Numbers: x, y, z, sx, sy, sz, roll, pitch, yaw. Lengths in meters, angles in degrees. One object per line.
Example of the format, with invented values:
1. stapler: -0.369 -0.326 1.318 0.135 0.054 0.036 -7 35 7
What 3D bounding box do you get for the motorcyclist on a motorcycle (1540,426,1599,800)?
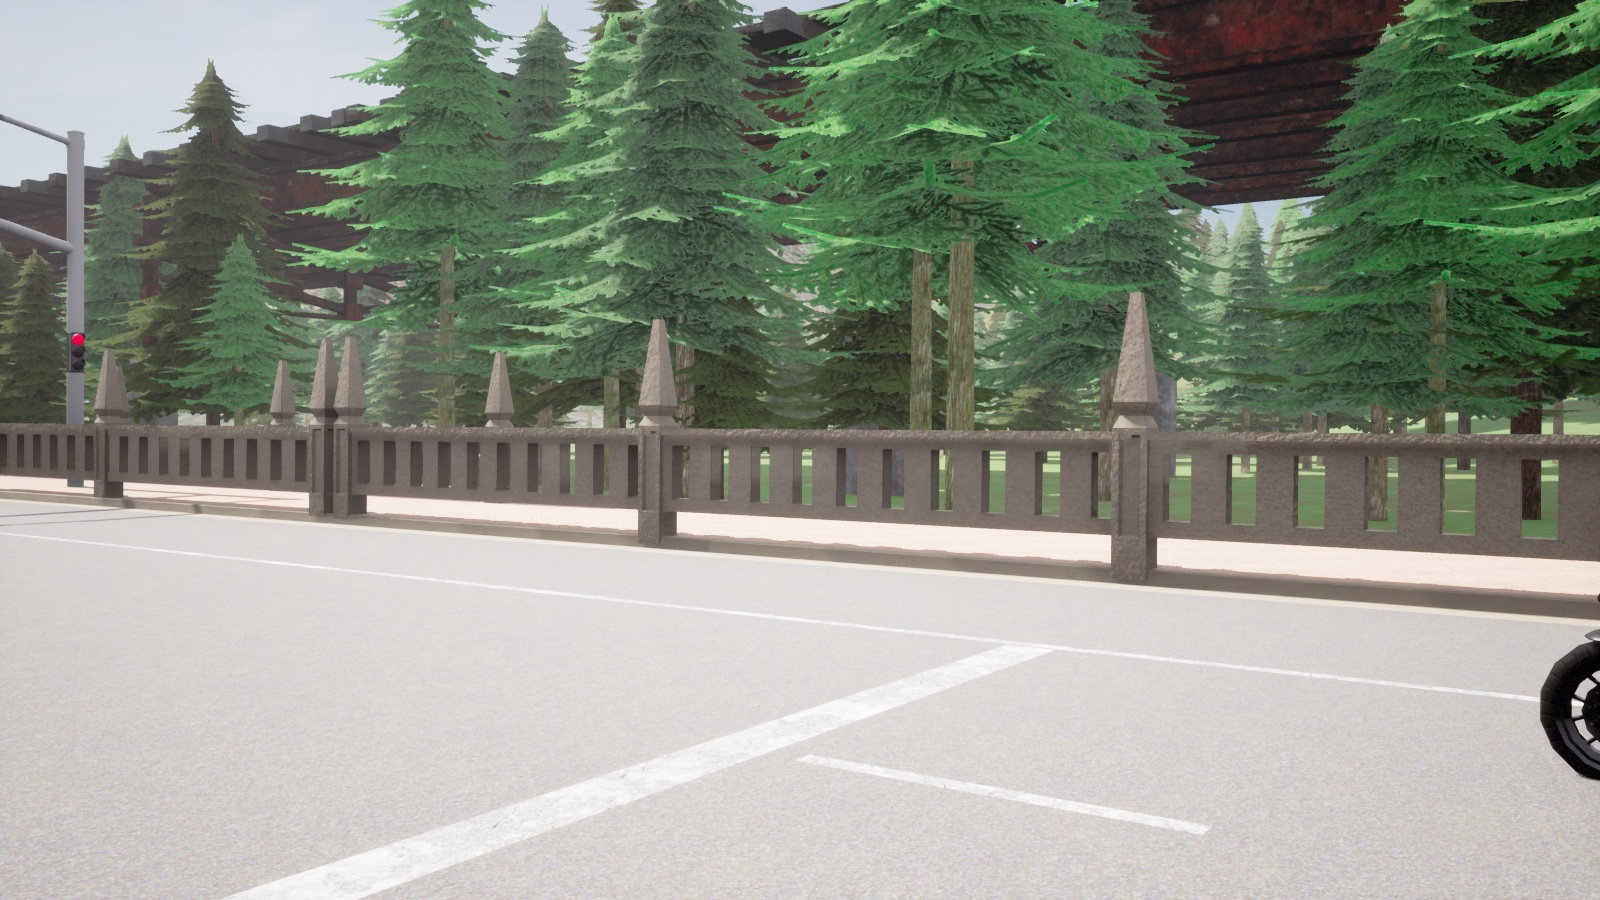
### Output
1. motorcyclist on a motorcycle: 4.247 0.660 5.004 2.191 1.530 0.866 0 1 34
